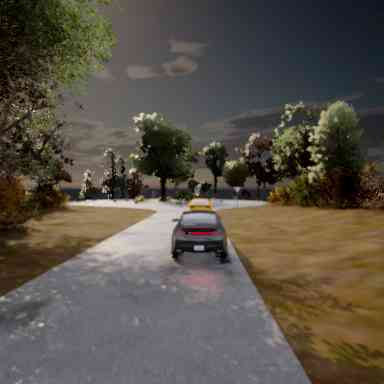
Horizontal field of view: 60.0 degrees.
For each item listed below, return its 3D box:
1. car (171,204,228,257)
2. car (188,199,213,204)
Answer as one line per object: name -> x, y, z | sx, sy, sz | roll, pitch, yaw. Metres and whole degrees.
car -> 0.288, 1.437, 12.575 | 1.837, 1.490, 4.892 | 0, 1, 2
car -> 0.699, 1.280, 27.407 | 1.882, 1.535, 5.008 | 0, 0, 2
